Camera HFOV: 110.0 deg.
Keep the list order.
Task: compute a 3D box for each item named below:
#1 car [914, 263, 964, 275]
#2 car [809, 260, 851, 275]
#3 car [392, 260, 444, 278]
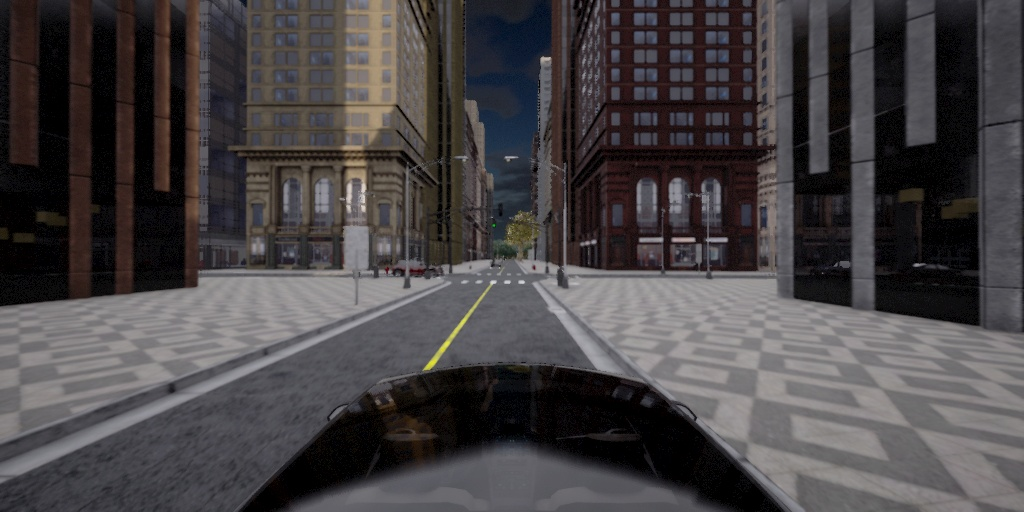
[{"bbox_3d":[38.888,1.451,33.320,4.892,1.490,1.837,0,0,0],"label":"car"},{"bbox_3d":[32.961,1.291,36.409,4.553,1.767,2.097,0,0,0],"label":"car"},{"bbox_3d":[-8.660,1.109,33.359,4.553,1.767,2.097,0,0,0],"label":"car"}]
